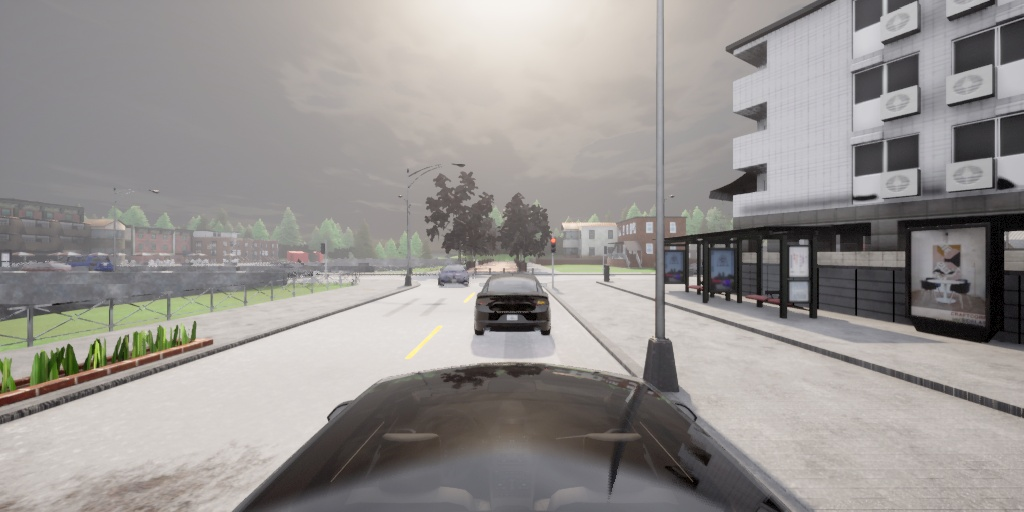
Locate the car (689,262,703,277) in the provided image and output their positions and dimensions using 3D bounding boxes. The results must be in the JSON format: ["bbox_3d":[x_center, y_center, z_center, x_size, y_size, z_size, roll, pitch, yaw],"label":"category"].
[{"bbox_3d":[18.419,1.314,35.414,4.181,1.385,1.994,0,0,0],"label":"car"}]

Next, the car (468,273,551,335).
[{"bbox_3d":[0.025,1.228,10.502,1.882,1.535,5.008,0,0,0],"label":"car"}]

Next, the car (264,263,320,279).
[{"bbox_3d":[-19.095,1.314,31.162,4.181,1.385,1.994,0,0,0],"label":"car"}]

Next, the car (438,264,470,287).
[{"bbox_3d":[-3.928,1.276,24.753,1.812,1.442,4.674,1,0,-8],"label":"car"}]

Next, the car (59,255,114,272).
[{"bbox_3d":[-42.686,0.971,35.231,5.566,2.045,2.150,0,0,0],"label":"car"}]

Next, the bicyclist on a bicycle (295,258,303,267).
[{"bbox_3d":[-23.462,1.099,39.554,0.582,1.620,1.656,0,0,0],"label":"bicyclist on a bicycle"}]

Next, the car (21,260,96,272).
[{"bbox_3d":[-39.744,1.275,31.154,4.674,1.442,1.812,0,0,0],"label":"car"}]
